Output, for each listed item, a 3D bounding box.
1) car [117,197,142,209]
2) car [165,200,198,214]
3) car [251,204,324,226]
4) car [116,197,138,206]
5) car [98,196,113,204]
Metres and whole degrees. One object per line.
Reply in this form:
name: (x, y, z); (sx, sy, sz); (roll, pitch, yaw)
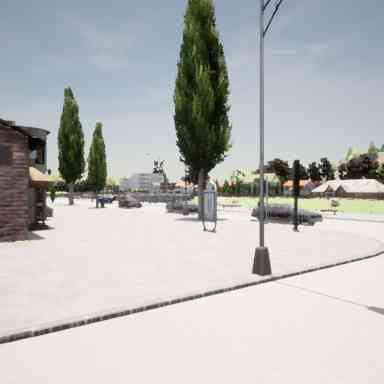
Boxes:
car: (-8.364, 1.563, 45.050); (1.994, 1.385, 4.181); (0, 0, -36)
car: (-0.777, 1.546, 34.475); (2.033, 1.411, 5.357); (0, 0, -36)
car: (6.696, 1.547, 24.099); (2.033, 1.411, 5.357); (0, 0, -36)
car: (-10.938, 1.525, 55.800); (1.812, 1.442, 4.674); (0, 0, -36)
car: (-16.897, 1.477, 64.089); (1.882, 1.535, 5.008); (0, 0, -36)
